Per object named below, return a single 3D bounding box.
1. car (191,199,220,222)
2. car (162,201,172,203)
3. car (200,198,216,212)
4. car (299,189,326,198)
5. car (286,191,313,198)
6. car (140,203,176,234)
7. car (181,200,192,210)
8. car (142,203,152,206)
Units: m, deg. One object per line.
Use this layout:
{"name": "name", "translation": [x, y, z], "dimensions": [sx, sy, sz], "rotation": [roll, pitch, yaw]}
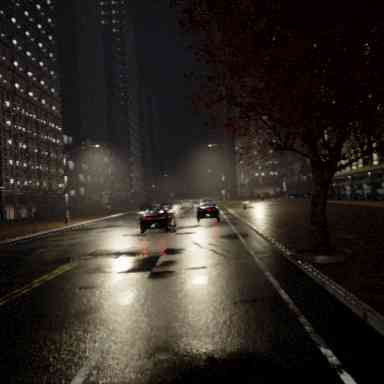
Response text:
{"name": "car", "translation": [1.341, 1.615, 27.836], "dimensions": [2.128, 1.511, 4.902], "rotation": [-4, -1, 3]}
{"name": "car", "translation": [-4.062, 2.157, 53.596], "dimensions": [2.128, 1.511, 4.902], "rotation": [-4, -1, 3]}
{"name": "car", "translation": [2.125, 1.681, 44.694], "dimensions": [1.882, 1.535, 5.008], "rotation": [-4, -1, 3]}
{"name": "car", "translation": [25.108, 0.271, 69.372], "dimensions": [4.829, 1.417, 1.752], "rotation": [-4, -1, 2]}
{"name": "car", "translation": [19.447, 0.509, 61.176], "dimensions": [4.403, 1.369, 2.008], "rotation": [-4, -1, 2]}
{"name": "car", "translation": [-2.181, 1.795, 21.909], "dimensions": [2.128, 1.511, 4.902], "rotation": [-4, 0, 3]}
{"name": "car", "translation": [-0.749, 1.972, 52.602], "dimensions": [1.812, 1.442, 4.674], "rotation": [-4, -1, 3]}
{"name": "car", "translation": [-7.264, 2.439, 54.358], "dimensions": [1.994, 1.385, 4.181], "rotation": [-4, 0, 3]}
